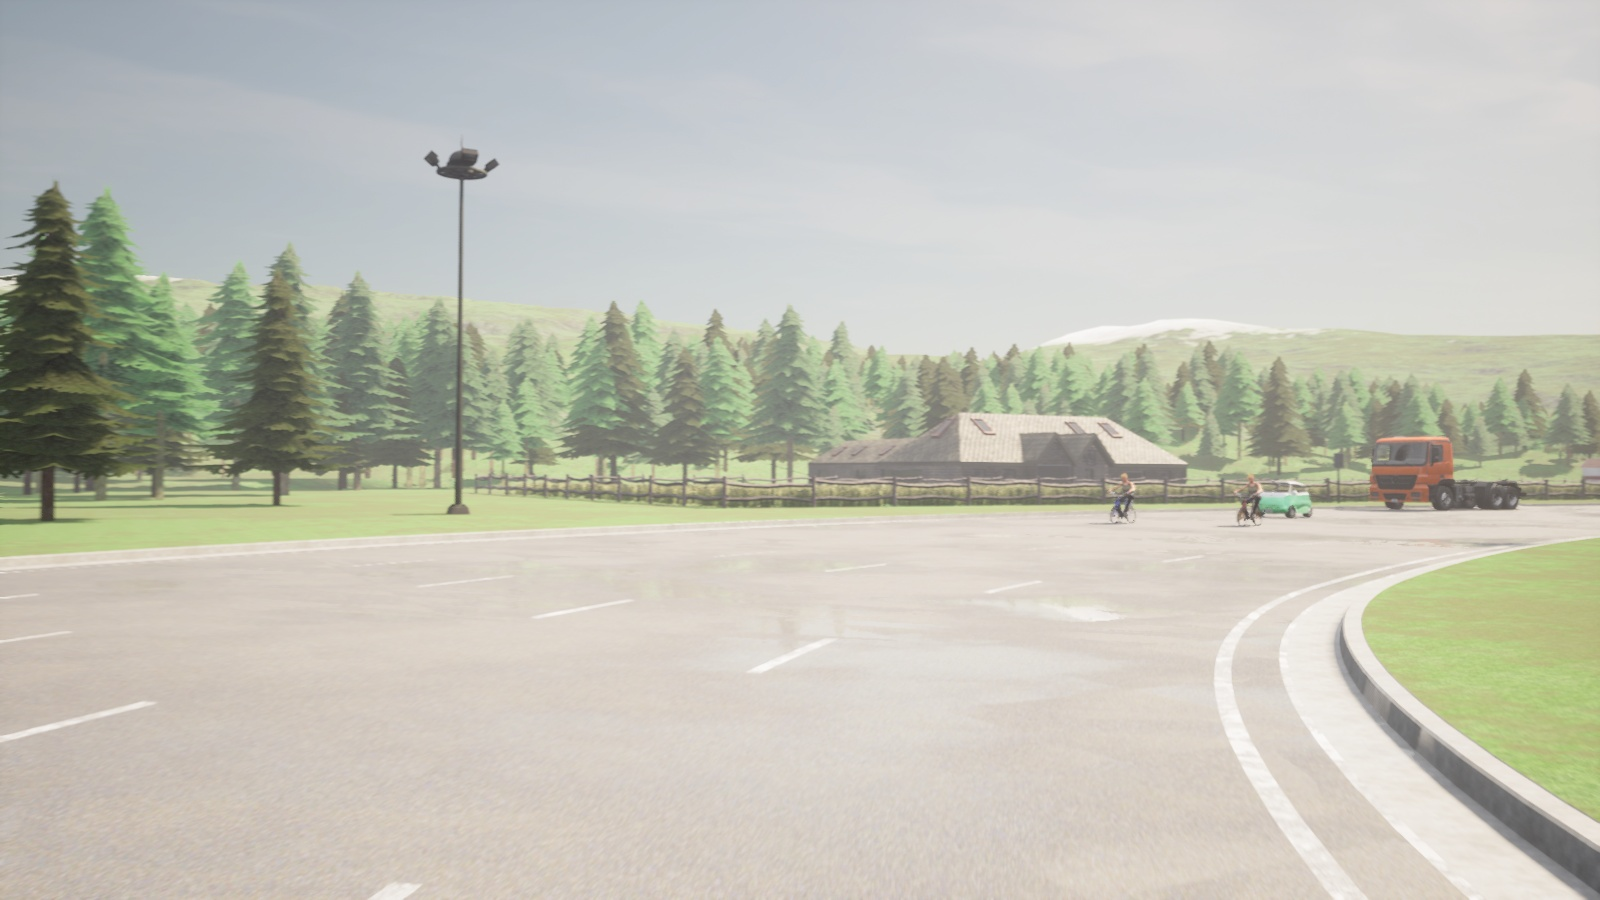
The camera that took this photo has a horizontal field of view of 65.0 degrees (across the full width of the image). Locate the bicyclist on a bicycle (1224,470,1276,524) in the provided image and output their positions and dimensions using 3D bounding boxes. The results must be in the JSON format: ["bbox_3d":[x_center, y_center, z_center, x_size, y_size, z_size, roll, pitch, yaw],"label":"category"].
[{"bbox_3d":[13.722,1.412,38.241,1.509,1.612,0.866,1,-1,-42],"label":"bicyclist on a bicycle"}]

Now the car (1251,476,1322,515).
[{"bbox_3d":[17.998,1.668,46.454,2.207,1.376,1.481,1,-2,-38],"label":"car"}]

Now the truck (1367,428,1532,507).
[{"bbox_3d":[30.454,0.822,58.811,7.936,3.462,2.891,0,-1,-29],"label":"truck"}]

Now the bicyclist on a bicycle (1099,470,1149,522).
[{"bbox_3d":[10.259,1.449,39.795,1.509,1.612,0.866,1,-1,-43],"label":"bicyclist on a bicycle"}]
